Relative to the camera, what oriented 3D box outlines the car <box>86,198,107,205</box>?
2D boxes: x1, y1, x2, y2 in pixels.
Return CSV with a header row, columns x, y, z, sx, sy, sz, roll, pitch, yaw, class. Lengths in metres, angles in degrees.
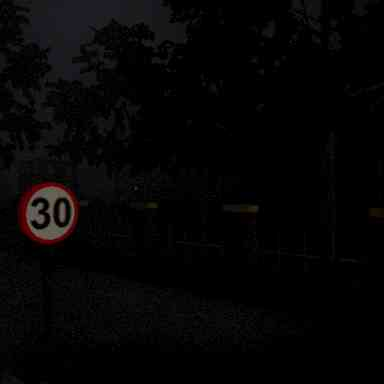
x,y,z,sx,sy,sz,roll,pitch,yaw,class
-14.814,1.569,50.471,1.994,1.385,4.181,0,0,35,car
